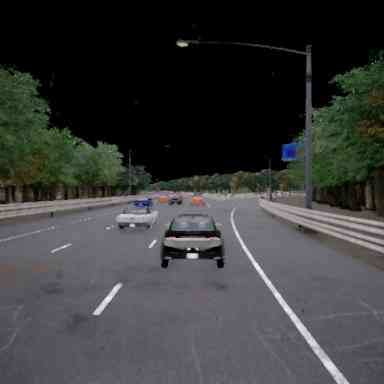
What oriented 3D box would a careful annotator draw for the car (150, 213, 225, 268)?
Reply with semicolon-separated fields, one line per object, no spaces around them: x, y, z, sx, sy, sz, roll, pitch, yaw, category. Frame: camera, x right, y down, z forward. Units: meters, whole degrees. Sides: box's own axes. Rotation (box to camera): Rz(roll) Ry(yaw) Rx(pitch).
0.035;1.484;11.291;2.128;1.511;4.902;0;0;1;car

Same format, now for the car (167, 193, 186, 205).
-2.487;1.385;54.647;1.837;1.490;4.892;0;0;1;car

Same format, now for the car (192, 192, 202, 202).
1.175;1.105;76.966;2.150;2.045;5.566;0;0;0;car

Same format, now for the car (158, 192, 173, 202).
-5.750;1.217;69.291;2.097;1.767;4.553;0;0;0;car

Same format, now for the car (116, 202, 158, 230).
-3.310;1.571;21.067;1.895;1.301;4.718;0;0;1;car

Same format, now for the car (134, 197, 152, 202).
-6.254;1.380;43.113;1.882;1.535;5.008;0;0;1;car

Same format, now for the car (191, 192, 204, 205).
0.918;1.239;54.979;2.097;1.767;4.553;0;0;1;car
